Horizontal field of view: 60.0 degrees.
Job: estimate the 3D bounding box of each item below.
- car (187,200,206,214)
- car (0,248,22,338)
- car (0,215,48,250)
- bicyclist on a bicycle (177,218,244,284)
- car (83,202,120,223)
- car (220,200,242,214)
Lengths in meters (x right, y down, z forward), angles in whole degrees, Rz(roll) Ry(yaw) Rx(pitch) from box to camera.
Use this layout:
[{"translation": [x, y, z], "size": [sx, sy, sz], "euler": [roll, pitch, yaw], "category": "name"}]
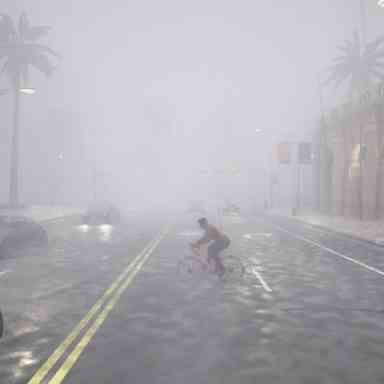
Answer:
[{"translation": [0.436, 1.547, 34.867], "size": [2.033, 1.411, 5.357], "euler": [0, 0, 1], "category": "car"}, {"translation": [-3.588, 1.564, 2.889], "size": [1.994, 1.385, 4.181], "euler": [0, 0, 0], "category": "car"}, {"translation": [-7.044, 1.564, 12.229], "size": [1.994, 1.385, 4.181], "euler": [0, 0, 1], "category": "car"}, {"translation": [0.441, 1.453, 8.117], "size": [1.656, 1.620, 0.582], "euler": [-1, 0, 0], "category": "bicyclist on a bicycle"}, {"translation": [-6.791, 1.525, 25.374], "size": [1.812, 1.442, 4.674], "euler": [0, 0, 1], "category": "car"}, {"translation": [3.970, 1.526, 34.847], "size": [1.812, 1.442, 4.674], "euler": [0, 0, 2], "category": "car"}]
